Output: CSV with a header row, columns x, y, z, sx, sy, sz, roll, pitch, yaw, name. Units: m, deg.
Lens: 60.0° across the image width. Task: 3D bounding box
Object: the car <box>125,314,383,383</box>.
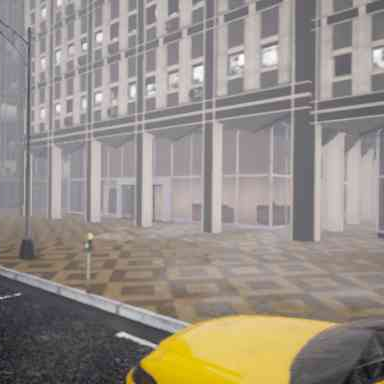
x,y,z,sx,sy,sz,roll,pitch,yaw,name
1.855,1.476,2.048,5.366,1.575,1.801,0,0,38,car
